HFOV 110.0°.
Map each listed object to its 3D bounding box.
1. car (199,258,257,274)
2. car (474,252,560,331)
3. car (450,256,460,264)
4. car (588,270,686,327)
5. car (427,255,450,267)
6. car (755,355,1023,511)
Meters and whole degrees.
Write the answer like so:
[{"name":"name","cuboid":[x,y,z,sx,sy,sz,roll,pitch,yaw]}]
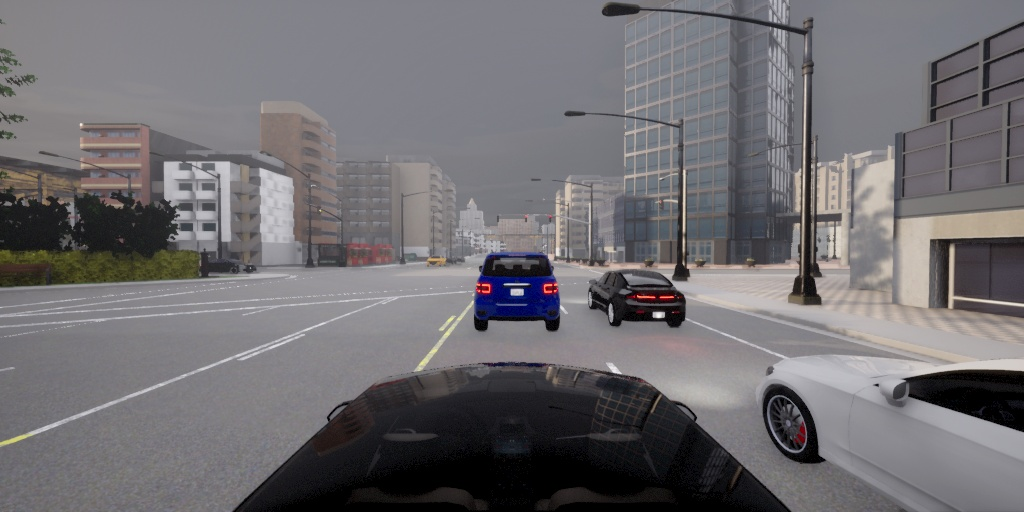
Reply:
[{"name":"car","cuboid":[-25.497,0.906,32.246,4.181,1.385,1.994,0,1,1]},{"name":"car","cuboid":[0.134,0.885,10.846,2.150,2.045,5.566,0,1,0]},{"name":"car","cuboid":[-10.299,0.704,58.874,1.895,1.301,4.718,0,0,1]},{"name":"car","cuboid":[3.646,1.166,11.210,1.837,1.490,4.892,0,1,1]},{"name":"car","cuboid":[-10.348,0.630,49.441,1.882,1.535,5.008,0,0,1]},{"name":"car","cuboid":[3.599,1.274,1.996,1.812,1.442,4.674,0,0,0]}]
